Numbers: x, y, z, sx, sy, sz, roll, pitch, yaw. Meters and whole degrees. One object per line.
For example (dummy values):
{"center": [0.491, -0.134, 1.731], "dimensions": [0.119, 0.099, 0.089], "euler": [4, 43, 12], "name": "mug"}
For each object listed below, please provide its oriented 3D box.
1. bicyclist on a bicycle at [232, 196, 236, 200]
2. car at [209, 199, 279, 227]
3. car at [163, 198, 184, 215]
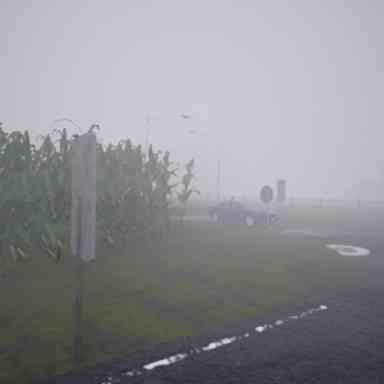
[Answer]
{"center": [3.798, 1.185, 30.100], "dimensions": [1.656, 1.620, 0.582], "euler": [-1, 1, -36], "name": "bicyclist on a bicycle"}
{"center": [3.114, 1.239, 20.817], "dimensions": [1.882, 1.535, 5.008], "euler": [1, 0, -36], "name": "car"}
{"center": [-2.683, 1.184, 28.896], "dimensions": [2.033, 1.411, 5.357], "euler": [1, 0, -36], "name": "car"}
